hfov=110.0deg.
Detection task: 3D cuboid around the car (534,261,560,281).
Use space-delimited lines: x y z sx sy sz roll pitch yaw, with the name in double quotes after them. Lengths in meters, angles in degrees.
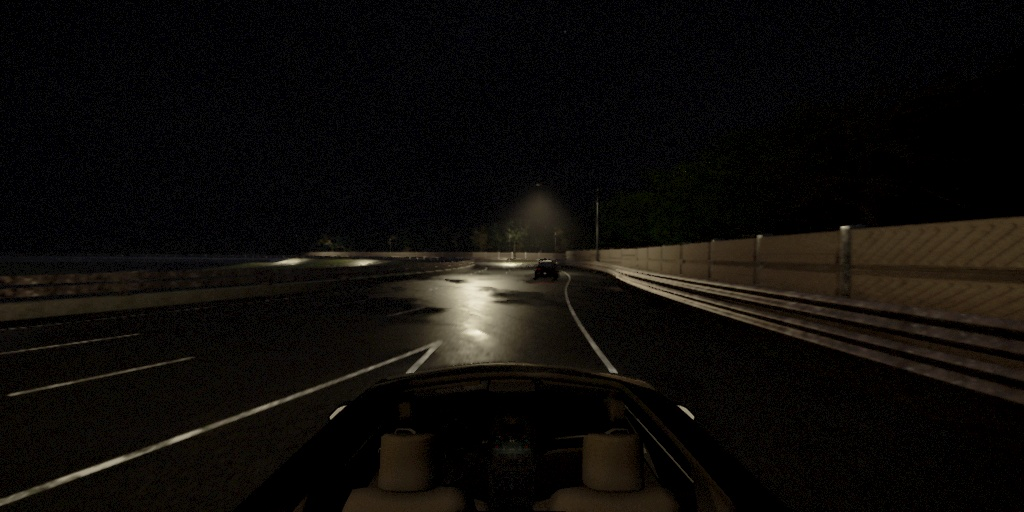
3.104 1.265 31.401 1.882 1.535 5.008 1 0 10 "car"
